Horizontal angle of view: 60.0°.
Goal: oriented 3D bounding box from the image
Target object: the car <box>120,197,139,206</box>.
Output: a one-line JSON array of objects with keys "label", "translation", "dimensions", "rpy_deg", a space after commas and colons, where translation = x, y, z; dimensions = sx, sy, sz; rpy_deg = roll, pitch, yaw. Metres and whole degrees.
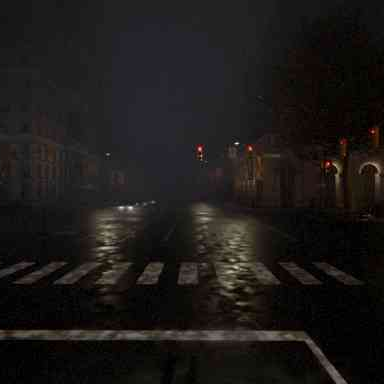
[{"label": "car", "translation": [-10.430, 1.601, 54.665], "dimensions": [1.895, 1.301, 4.718], "rpy_deg": [0, 0, 0]}]

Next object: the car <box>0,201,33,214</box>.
[{"label": "car", "translation": [-18.687, 1.601, 33.541], "dimensions": [4.718, 1.301, 1.895], "rpy_deg": [0, 0, -19]}]

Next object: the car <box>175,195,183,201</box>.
[{"label": "car", "translation": [-3.087, 1.449, 78.631], "dimensions": [2.128, 1.511, 4.902], "rpy_deg": [0, 0, 1]}]

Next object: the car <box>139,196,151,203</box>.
[{"label": "car", "translation": [-10.221, 1.478, 68.724], "dimensions": [1.882, 1.535, 5.008], "rpy_deg": [0, 0, 1]}]

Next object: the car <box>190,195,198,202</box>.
[{"label": "car", "translation": [0.412, 1.450, 78.586], "dimensions": [2.128, 1.511, 4.902], "rpy_deg": [0, 0, 1]}]

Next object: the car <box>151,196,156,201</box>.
[{"label": "car", "translation": [-10.055, 1.592, 81.068], "dimensions": [1.895, 1.301, 4.718], "rpy_deg": [0, 0, 1]}]

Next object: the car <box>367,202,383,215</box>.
[{"label": "car", "translation": [19.573, 1.564, 32.742], "dimensions": [4.181, 1.385, 1.994], "rpy_deg": [0, 0, 0]}]
